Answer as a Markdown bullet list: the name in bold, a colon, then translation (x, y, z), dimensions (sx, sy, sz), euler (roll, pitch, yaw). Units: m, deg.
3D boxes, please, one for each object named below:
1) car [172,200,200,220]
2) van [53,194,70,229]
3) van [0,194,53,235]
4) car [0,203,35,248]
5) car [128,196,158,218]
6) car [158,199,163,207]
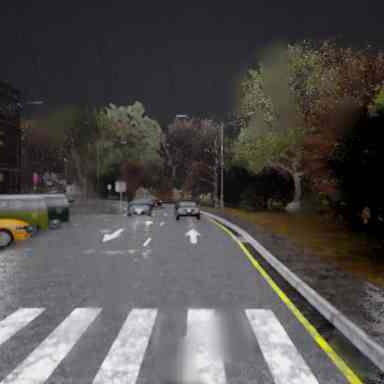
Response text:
- **car**: translation (-0.494, 1.331, 26.096), dimensions (2.033, 1.411, 5.357), euler (0, 1, -6)
- **van**: translation (-9.414, 1.135, 19.234), dimensions (4.442, 1.987, 1.878), euler (-1, 1, -21)
- **van**: translation (-9.382, 1.176, 16.234), dimensions (4.442, 1.987, 1.878), euler (-1, 1, -21)
- **car**: translation (-9.247, 1.440, 13.290), dimensions (5.008, 1.535, 2.097), euler (-1, 0, -20)
- **car**: translation (-4.213, 1.248, 27.879), dimensions (2.128, 1.511, 4.902), euler (0, 1, -4)
- **car**: translation (-5.467, 1.163, 42.269), dimensions (1.895, 1.301, 4.718), euler (0, 1, -29)
